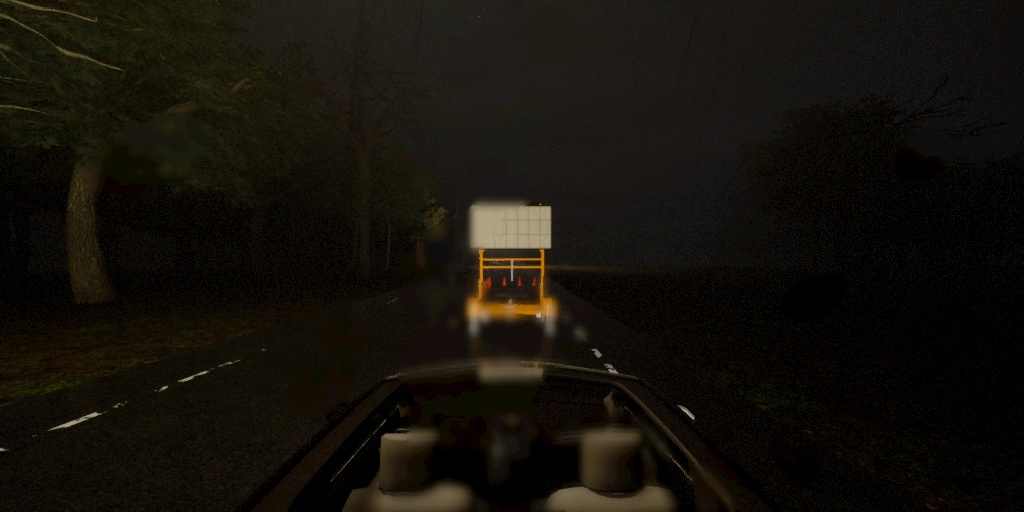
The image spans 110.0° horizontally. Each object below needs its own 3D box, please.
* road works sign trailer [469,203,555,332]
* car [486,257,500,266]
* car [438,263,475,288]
[{"bbox_3d":[0.002,0.210,10.804,2.380,3.560,2.880,0,0,0],"label":"road works sign trailer"},{"bbox_3d":[-3.548,1.025,64.229,1.837,1.490,4.892,0,0,1],"label":"car"},{"bbox_3d":[-3.594,1.188,23.889,1.882,1.535,5.008,0,0,0],"label":"car"}]
